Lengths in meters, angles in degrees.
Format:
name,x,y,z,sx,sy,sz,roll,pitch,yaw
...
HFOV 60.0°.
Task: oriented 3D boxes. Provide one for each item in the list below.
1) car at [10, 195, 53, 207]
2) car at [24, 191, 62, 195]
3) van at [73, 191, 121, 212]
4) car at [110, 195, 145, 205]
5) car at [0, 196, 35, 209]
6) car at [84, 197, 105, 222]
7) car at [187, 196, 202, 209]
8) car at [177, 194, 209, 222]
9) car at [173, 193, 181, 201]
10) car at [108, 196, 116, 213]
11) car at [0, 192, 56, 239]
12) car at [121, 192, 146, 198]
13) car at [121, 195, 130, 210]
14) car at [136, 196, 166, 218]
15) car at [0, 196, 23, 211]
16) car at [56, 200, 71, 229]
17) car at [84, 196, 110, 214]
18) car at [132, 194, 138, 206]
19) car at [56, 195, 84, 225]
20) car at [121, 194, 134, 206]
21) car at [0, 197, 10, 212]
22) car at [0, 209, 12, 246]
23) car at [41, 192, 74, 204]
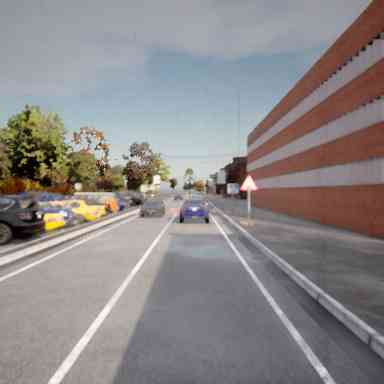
name,x,y,z,sx,sy,sz,roll,pitch,yaw
car,-21.889,1.173,45.549,4.892,1.521,2.231,0,0,0
car,-21.854,0.897,48.247,5.566,2.045,2.435,0,0,0
van,-9.429,1.058,31.502,4.442,1.987,1.878,0,0,0
car,-9.306,1.187,48.459,4.674,1.452,2.002,0,1,0
car,-21.875,1.220,39.903,4.892,1.521,2.231,0,1,0
car,-9.128,1.346,23.027,5.366,1.575,1.946,0,0,0
car,0.296,1.278,42.904,1.837,1.490,4.892,0,0,0
car,0.170,1.235,25.314,2.097,1.767,4.553,0,0,0
car,-2.754,1.055,68.992,1.837,1.490,4.892,0,1,1
car,-9.310,1.346,28.678,4.674,1.452,2.002,0,0,0
car,-9.344,1.163,14.548,5.566,2.045,2.435,0,0,0
car,-9.304,1.173,45.631,5.008,1.535,2.097,0,1,0
car,-9.282,1.292,34.329,4.792,1.488,2.163,0,0,0
car,-3.259,1.385,28.601,1.837,1.490,4.892,0,0,0
car,-21.875,1.240,37.079,5.008,1.535,2.097,0,0,0
car,-9.500,1.389,17.375,5.366,1.575,1.946,0,0,0
car,-9.499,1.324,25.852,5.366,1.575,1.946,0,0,0
car,-9.308,1.259,39.981,4.674,1.452,2.002,0,0,0
car,-9.346,1.245,20.200,4.553,1.767,2.185,0,0,0
car,-9.314,1.281,37.155,4.674,1.452,2.002,0,0,0
car,-21.875,1.262,34.255,5.008,1.535,2.097,0,0,0
car,-9.319,1.476,11.725,4.674,1.452,2.002,0,0,0
car,-21.818,0.963,54.028,4.553,1.767,2.185,0,0,0
